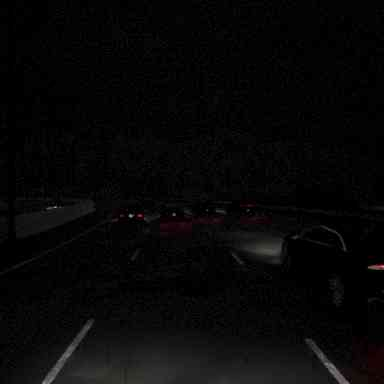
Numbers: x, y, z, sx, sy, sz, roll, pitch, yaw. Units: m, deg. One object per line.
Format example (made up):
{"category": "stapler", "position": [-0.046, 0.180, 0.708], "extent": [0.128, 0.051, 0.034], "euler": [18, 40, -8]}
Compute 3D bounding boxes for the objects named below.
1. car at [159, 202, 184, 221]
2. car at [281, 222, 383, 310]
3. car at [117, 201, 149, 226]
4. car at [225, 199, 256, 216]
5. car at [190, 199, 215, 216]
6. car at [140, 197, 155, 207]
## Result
{"category": "car", "position": [-1.765, 1.560, 28.002], "extent": [1.812, 1.442, 4.674], "euler": [0, 0, -9]}
{"category": "car", "position": [3.560, 1.446, 7.712], "extent": [2.128, 1.511, 4.902], "euler": [-1, 0, -3]}
{"category": "car", "position": [-4.423, 1.616, 24.215], "extent": [2.033, 1.411, 5.357], "euler": [-1, 0, -9]}
{"category": "car", "position": [4.647, 1.441, 32.345], "extent": [2.128, 1.511, 4.902], "euler": [-1, 0, -10]}
{"category": "car", "position": [0.980, 1.491, 33.149], "extent": [2.128, 1.511, 4.902], "euler": [-1, 0, -10]}
{"category": "car", "position": [-7.192, 1.594, 53.299], "extent": [1.882, 1.535, 5.008], "euler": [0, 0, -17]}
